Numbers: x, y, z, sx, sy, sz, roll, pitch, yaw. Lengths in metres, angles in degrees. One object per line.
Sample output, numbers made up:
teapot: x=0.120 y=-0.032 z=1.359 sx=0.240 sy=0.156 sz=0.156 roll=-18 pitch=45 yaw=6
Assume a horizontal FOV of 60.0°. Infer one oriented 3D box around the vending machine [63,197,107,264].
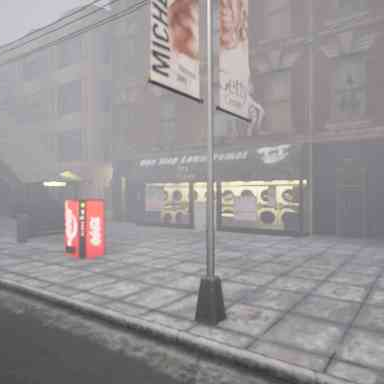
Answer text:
vending machine: x=-3.616 y=1.237 z=11.232 sx=0.880 sy=2.100 sz=1.100 roll=0 pitch=0 yaw=36
